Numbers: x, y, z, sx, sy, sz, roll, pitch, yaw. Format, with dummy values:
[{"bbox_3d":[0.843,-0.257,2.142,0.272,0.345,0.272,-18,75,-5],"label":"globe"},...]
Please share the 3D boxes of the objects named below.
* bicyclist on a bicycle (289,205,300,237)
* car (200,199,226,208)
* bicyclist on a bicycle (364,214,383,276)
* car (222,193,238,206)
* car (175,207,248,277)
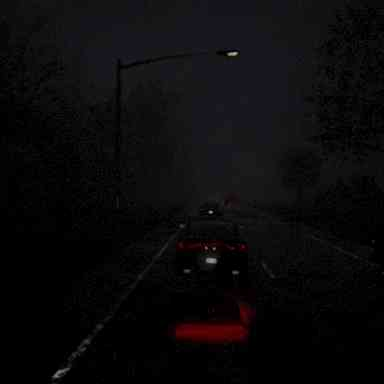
[{"bbox_3d":[5.367,1.510,17.378,0.582,1.620,1.656,1,0,3],"label":"bicyclist on a bicycle"},{"bbox_3d":[1.602,1.565,28.324,1.994,1.385,4.181,1,0,3],"label":"car"},{"bbox_3d":[4.879,1.428,8.583,0.659,1.776,1.843,1,0,3],"label":"bicyclist on a bicycle"},{"bbox_3d":[6.701,1.267,56.927,2.150,2.045,5.566,1,-1,3],"label":"car"},{"bbox_3d":[0.601,1.478,10.350,1.882,1.535,5.008,1,0,3],"label":"car"}]
